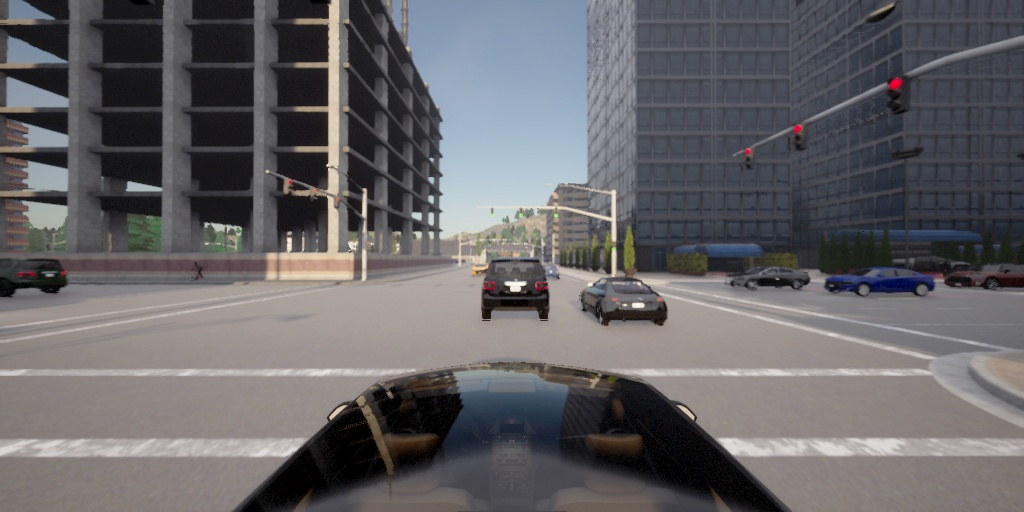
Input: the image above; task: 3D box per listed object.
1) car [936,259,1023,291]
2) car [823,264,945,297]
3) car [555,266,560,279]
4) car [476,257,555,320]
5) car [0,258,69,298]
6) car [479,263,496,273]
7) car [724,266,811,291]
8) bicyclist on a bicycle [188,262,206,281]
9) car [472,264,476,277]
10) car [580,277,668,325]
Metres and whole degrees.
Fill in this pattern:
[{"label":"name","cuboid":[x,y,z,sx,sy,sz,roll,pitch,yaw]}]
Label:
[{"label":"car","cuboid":[31.125,1.258,23.216,4.553,1.767,2.097,0,0,0]},{"label":"car","cuboid":[19.984,1.361,19.655,5.008,1.535,1.882,0,0,0]},{"label":"car","cuboid":[3.629,1.566,35.939,2.033,1.411,5.357,0,0,0]},{"label":"car","cuboid":[0.107,1.061,13.124,2.150,2.045,5.566,0,-1,0]},{"label":"car","cuboid":[-27.551,1.122,19.325,5.566,2.045,2.150,0,0,0]},{"label":"car","cuboid":[-3.509,1.698,52.303,2.033,1.411,5.357,0,0,1]},{"label":"car","cuboid":[16.387,1.403,23.132,4.902,1.511,2.128,0,0,0]},{"label":"bicyclist on a bicycle","cuboid":[-26.417,1.288,30.084,0.582,1.620,1.656,0,0,1]},{"label":"car","cuboid":[-3.539,1.544,41.678,1.882,1.535,5.008,0,0,0]},{"label":"car","cuboid":[3.606,1.395,12.237,1.994,1.385,4.181,0,0,0]}]
